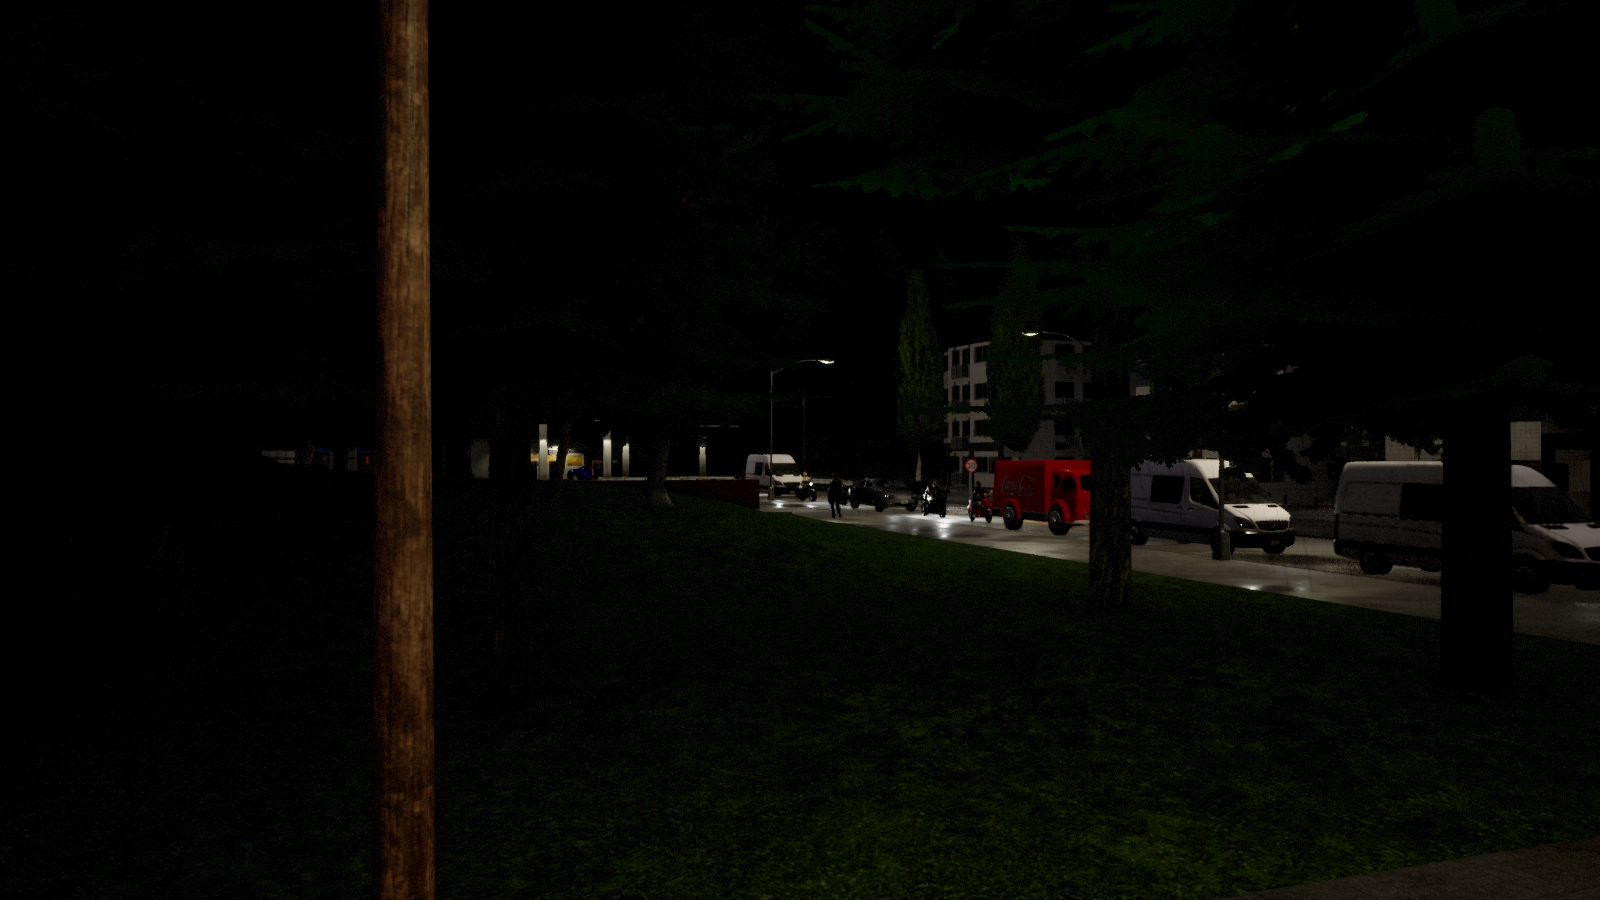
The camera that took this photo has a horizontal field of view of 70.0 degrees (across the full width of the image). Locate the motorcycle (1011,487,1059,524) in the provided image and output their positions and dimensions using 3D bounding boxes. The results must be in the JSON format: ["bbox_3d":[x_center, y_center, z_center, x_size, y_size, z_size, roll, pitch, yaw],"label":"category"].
[{"bbox_3d":[8.397,1.970,40.853,0.856,1.236,1.805,0,0,-20],"label":"motorcycle"}]

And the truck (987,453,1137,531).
[{"bbox_3d":[8.905,1.356,39.393,2.627,2.467,5.204,0,0,-20],"label":"truck"}]

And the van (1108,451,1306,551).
[{"bbox_3d":[11.382,1.323,32.522,1.988,2.561,5.915,0,0,-20],"label":"van"}]

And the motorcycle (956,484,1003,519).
[{"bbox_3d":[6.991,1.993,44.695,0.867,1.251,2.209,0,0,-20],"label":"motorcycle"}]

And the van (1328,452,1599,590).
[{"bbox_3d":[14.332,1.323,24.363,1.988,2.561,5.915,0,0,-20],"label":"van"}]

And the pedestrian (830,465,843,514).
[{"bbox_3d":[1.412,1.532,44.506,0.375,1.860,0.375,0,0,-20],"label":"pedestrian"}]
